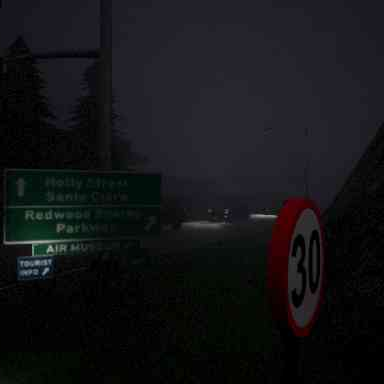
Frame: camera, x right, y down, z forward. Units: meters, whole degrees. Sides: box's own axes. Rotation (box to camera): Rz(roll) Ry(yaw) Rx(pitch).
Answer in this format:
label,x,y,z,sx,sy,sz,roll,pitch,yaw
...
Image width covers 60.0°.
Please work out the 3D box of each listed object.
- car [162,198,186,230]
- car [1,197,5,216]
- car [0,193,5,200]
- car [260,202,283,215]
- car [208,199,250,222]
label,x,y,z,sx,sy,sz,roll,pitch,yaw
car,-2.633,1.414,20.775,2.150,2.045,5.566,0,0,36
car,-12.316,1.505,26.043,1.905,1.878,3.866,0,0,35
car,-38.481,1.489,70.008,4.514,1.523,2.007,0,0,35
car,9.139,1.755,36.916,1.994,1.385,4.181,0,0,36
car,3.261,1.544,28.865,2.097,1.767,4.553,0,0,36
